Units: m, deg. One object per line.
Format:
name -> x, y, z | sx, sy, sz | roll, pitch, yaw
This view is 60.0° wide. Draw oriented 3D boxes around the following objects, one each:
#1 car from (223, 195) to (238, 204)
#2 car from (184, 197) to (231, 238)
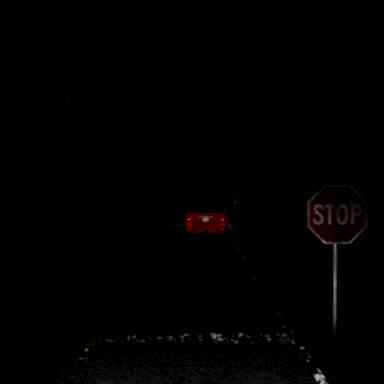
car -> 6.161, 1.355, 57.170 | 2.128, 1.511, 4.902 | 0, 0, 12
car -> 0.791, 1.313, 17.733 | 2.097, 1.767, 4.553 | 0, 0, 4
